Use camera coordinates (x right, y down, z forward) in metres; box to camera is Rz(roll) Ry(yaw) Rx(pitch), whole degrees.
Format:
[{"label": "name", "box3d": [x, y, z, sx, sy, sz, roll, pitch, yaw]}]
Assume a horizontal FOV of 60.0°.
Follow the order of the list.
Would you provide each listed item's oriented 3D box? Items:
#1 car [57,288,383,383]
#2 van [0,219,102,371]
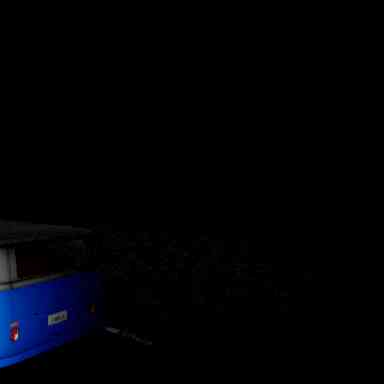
[{"label": "car", "box3d": [1.369, 1.545, 1.987, 4.507, 1.381, 1.887, 0, 0, 36]}, {"label": "van", "box3d": [-3.189, 1.341, 5.256, 3.998, 1.788, 1.690, 0, 0, 36]}]
